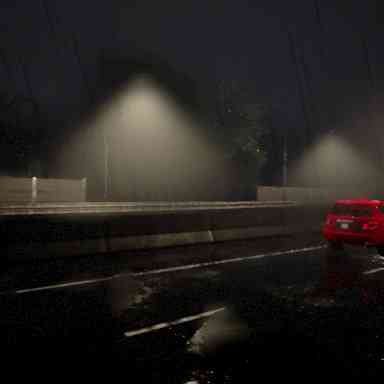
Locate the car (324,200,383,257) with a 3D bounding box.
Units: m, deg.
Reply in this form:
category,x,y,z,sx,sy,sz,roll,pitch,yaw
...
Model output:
category,x,y,z,sx,sy,sz,roll,pitch,yaw
car,7.760,1.351,13.700,5.566,2.045,2.150,1,0,-35
